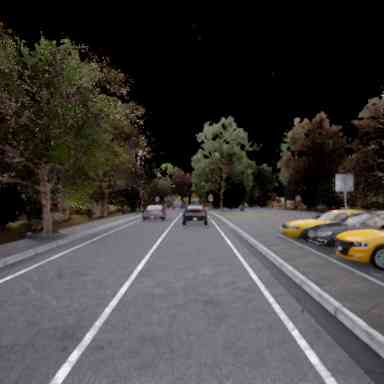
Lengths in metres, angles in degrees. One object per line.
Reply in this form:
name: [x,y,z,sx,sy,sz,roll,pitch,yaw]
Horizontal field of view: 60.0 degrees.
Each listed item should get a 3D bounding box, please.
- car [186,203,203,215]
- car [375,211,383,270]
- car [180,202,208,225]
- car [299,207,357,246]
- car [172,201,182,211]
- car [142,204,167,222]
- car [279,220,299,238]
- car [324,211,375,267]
car: [0.321,2.137,42.889,2.128,1.511,4.902,0,-2,0]
car: [7.150,1.360,7.660,4.553,1.767,2.185,0,0,0]
car: [0.234,1.724,26.161,1.837,1.490,4.892,0,-1,0]
car: [7.156,1.508,13.209,4.892,1.521,2.231,0,0,0]
car: [-2.889,2.836,69.692,2.150,2.045,5.566,0,-2,0]
car: [-3.199,1.804,29.078,1.812,1.442,4.674,0,-1,0]
car: [6.981,1.526,15.978,5.366,1.575,1.946,0,0,0]
car: [7.141,1.492,10.437,5.008,1.535,2.097,0,0,0]
